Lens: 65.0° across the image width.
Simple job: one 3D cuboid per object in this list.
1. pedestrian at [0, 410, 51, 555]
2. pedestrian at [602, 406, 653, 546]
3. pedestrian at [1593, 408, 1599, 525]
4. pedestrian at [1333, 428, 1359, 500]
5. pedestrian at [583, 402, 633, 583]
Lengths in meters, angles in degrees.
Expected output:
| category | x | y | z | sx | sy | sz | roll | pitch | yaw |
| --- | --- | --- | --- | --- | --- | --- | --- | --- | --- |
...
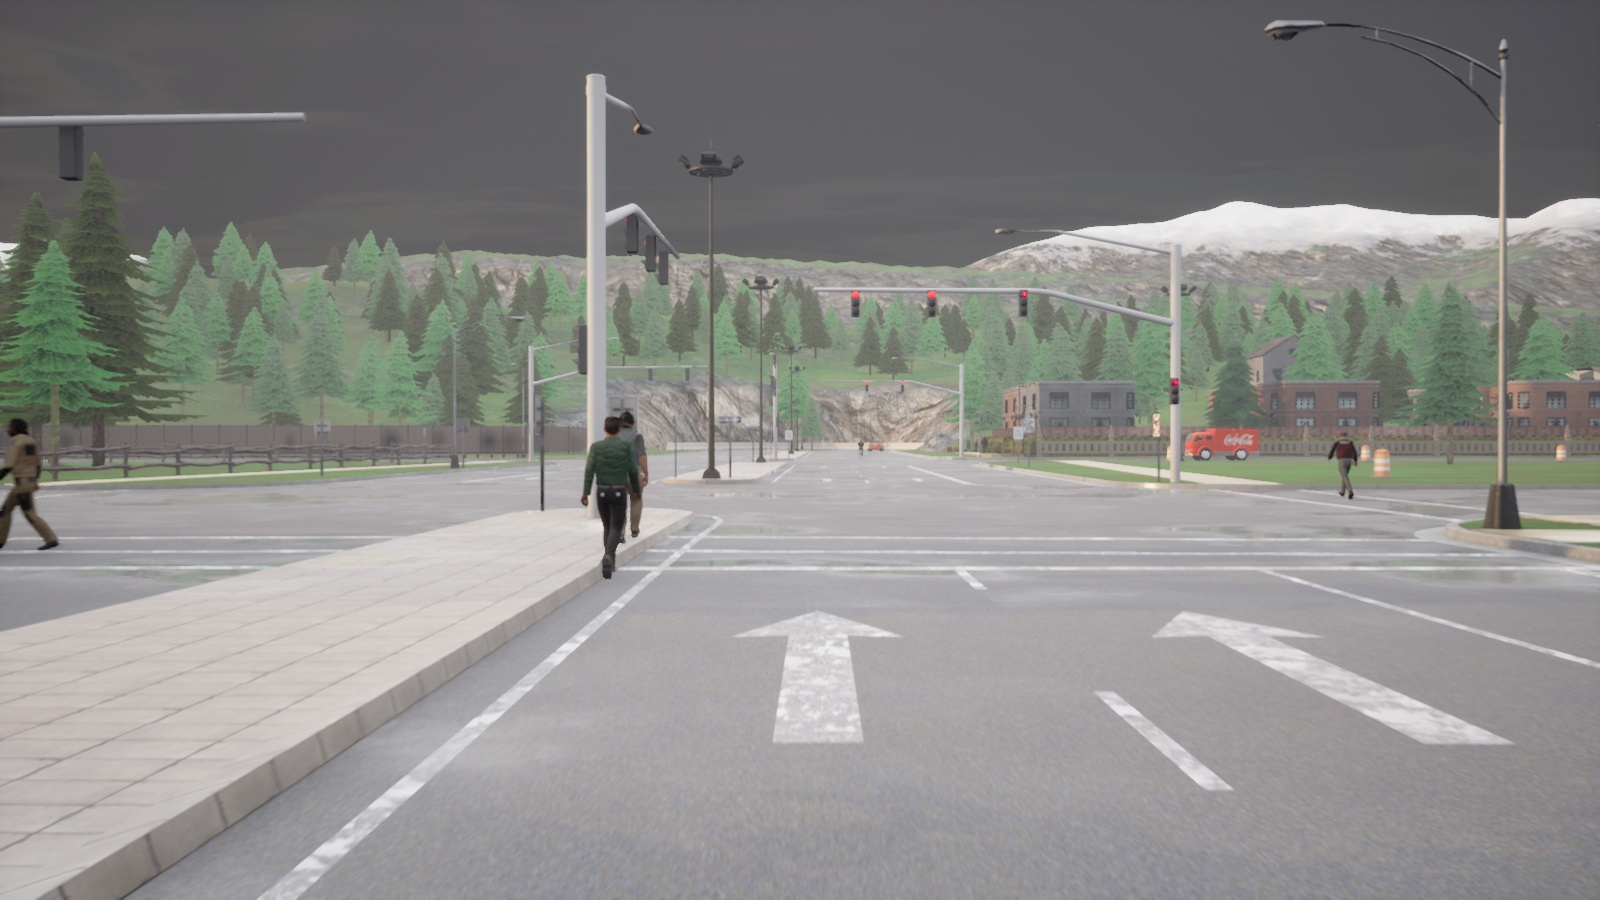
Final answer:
| category | x | y | z | sx | sy | sz | roll | pitch | yaw |
| --- | --- | --- | --- | --- | --- | --- | --- | --- | --- |
| pedestrian | -10.510 | 0.428 | 16.845 | 0.692 | 1.930 | 0.396 | 0 | 0 | -9 |
| pedestrian | -2.313 | 0.343 | 16.883 | 0.540 | 1.848 | 0.694 | 0 | 0 | 4 |
| pedestrian | 13.190 | 0.270 | 20.084 | 0.563 | 1.883 | 0.849 | 0 | 0 | 8 |
| pedestrian | 14.180 | 0.349 | 32.629 | 0.376 | 1.854 | 0.720 | 0 | 0 | 2 |
| pedestrian | -2.113 | 0.454 | 13.857 | 0.423 | 1.949 | 0.788 | 0 | 0 | 0 |
